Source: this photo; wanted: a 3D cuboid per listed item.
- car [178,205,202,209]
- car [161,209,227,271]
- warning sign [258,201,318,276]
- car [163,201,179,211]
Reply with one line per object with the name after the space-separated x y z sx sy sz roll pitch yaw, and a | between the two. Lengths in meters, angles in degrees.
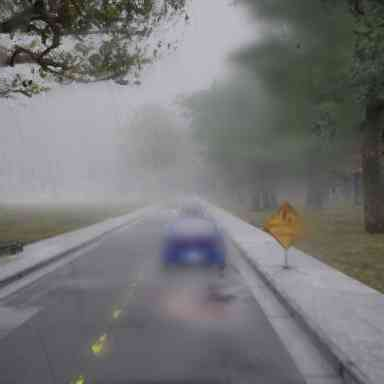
0.081 1.804 28.782 1.895 1.301 4.718 0 0 0 | car
0.068 1.563 11.305 1.882 1.535 5.008 0 0 0 | car
2.518 1.183 8.903 1.300 1.860 1.060 0 0 0 | warning sign
-2.839 1.875 45.351 1.994 1.385 4.181 0 0 0 | car
